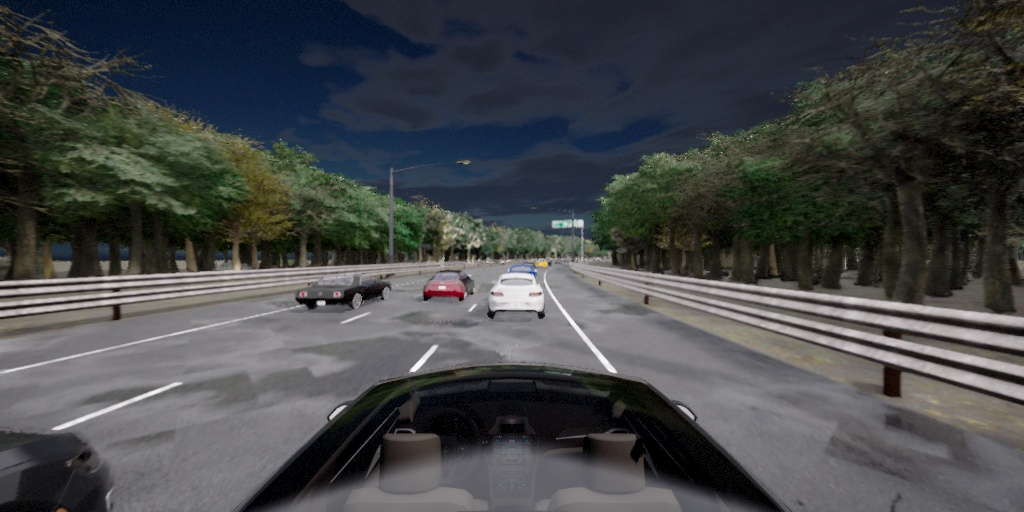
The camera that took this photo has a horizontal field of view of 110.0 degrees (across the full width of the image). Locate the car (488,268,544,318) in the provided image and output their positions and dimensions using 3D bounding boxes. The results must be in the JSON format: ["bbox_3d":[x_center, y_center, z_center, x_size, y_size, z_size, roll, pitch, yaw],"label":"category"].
[{"bbox_3d":[0.186,1.329,13.169,1.812,1.442,4.674,0,0,2],"label":"car"}]

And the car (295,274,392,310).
[{"bbox_3d":[-6.658,1.395,14.875,1.895,1.301,4.718,0,0,2],"label":"car"}]

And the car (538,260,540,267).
[{"bbox_3d":[1.906,1.432,40.286,1.837,1.490,4.892,0,0,6],"label":"car"}]

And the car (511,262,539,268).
[{"bbox_3d":[0.688,1.335,24.644,1.882,1.535,5.008,0,0,3],"label":"car"}]

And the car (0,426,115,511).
[{"bbox_3d":[-3.370,1.240,0.148,1.837,1.490,4.892,0,0,0],"label":"car"}]

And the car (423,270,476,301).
[{"bbox_3d":[-3.029,1.381,17.970,1.994,1.385,4.181,0,0,2],"label":"car"}]
